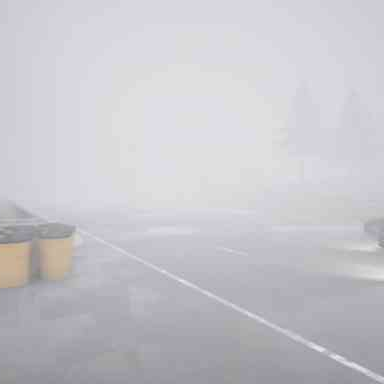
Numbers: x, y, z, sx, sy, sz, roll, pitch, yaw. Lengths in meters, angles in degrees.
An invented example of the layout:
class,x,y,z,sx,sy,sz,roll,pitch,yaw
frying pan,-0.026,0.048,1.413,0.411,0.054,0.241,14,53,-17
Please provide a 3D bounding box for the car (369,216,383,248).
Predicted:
class,x,y,z,sx,sy,sz,roll,pitch,yaw
car,8.460,1.513,10.806,1.994,1.385,4.181,0,1,-31

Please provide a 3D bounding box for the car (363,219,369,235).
class,x,y,z,sx,sy,sz,roll,pitch,yaw
car,10.131,1.449,14.849,1.812,1.442,4.674,0,1,-31
